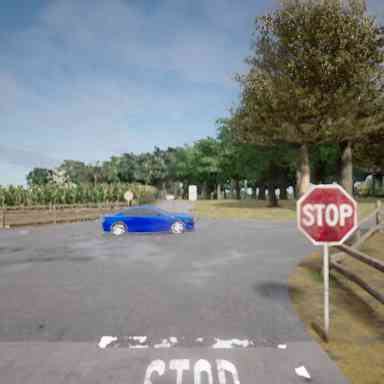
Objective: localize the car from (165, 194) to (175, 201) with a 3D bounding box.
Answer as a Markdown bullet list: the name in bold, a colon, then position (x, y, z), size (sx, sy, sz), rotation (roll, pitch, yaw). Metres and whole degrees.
- **car**: position (-4.936, 1.293, 75.315), size (1.812, 1.442, 4.674), rotation (0, 0, 0)

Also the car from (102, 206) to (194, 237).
- **car**: position (-2.387, 1.515, 18.266), size (5.008, 1.535, 1.882), rotation (-2, 0, 0)
